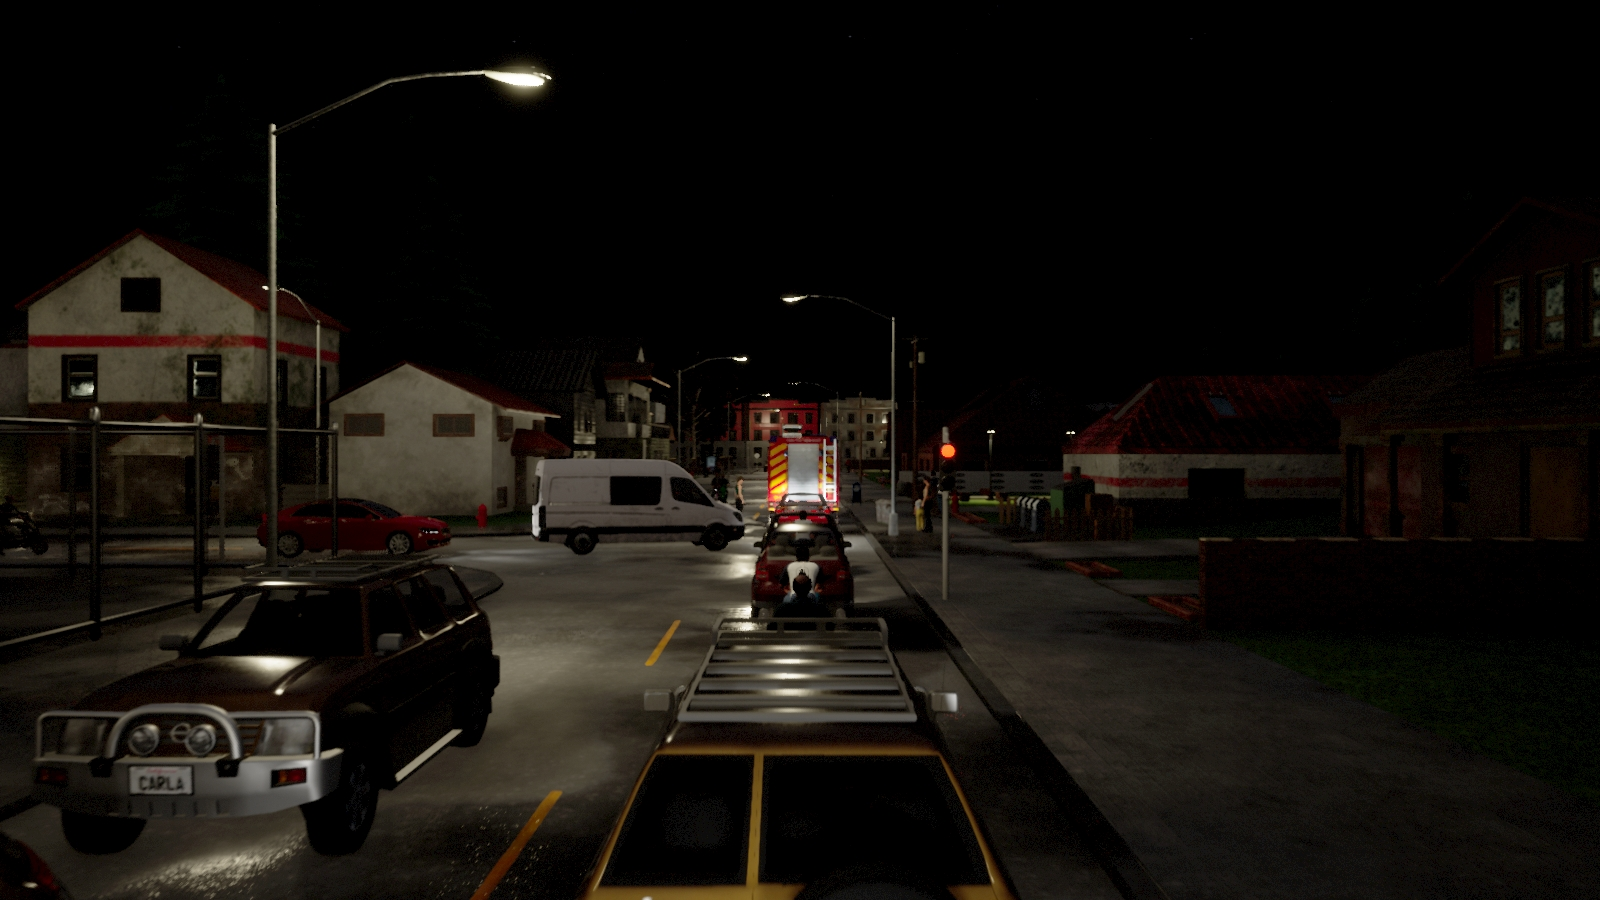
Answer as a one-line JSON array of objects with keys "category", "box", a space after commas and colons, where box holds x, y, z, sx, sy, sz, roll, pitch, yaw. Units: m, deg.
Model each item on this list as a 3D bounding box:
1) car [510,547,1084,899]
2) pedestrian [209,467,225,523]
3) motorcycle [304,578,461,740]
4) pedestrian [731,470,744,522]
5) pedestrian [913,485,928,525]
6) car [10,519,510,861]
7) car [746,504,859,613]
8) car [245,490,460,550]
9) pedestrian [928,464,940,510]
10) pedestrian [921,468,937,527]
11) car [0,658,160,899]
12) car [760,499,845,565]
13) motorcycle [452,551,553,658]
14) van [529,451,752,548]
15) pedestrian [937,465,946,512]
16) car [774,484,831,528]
[{"category": "car", "box": [0.000, 1.644, 6.148, 1.932, 1.855, 4.605, 0, 0, 0]}, {"category": "pedestrian", "box": [-19.724, 1.524, 38.642, 0.375, 1.860, 0.375, 0, 0, -3]}, {"category": "motorcycle", "box": [-3.984, 1.962, 11.070, 0.856, 1.236, 1.805, 0, 0, 0]}, {"category": "pedestrian", "box": [-2.213, 1.628, 40.641, 0.375, 1.860, 0.375, 0, 0, -18]}, {"category": "pedestrian", "box": [3.944, 1.805, 37.487, 0.375, 1.300, 0.375, 0, 0, -14]}, {"category": "car", "box": [-3.974, 1.644, 9.466, 1.932, 1.855, 4.605, 0, 0, 1]}, {"category": "car", "box": [0.045, 1.806, 19.938, 1.789, 1.549, 3.705, 0, 0, 0]}, {"category": "car", "box": [-11.857, 1.841, 30.549, 4.892, 1.480, 2.231, 0, 0, 0]}, {"category": "pedestrian", "box": [5.533, 1.523, 47.129, 0.375, 1.860, 0.375, 0, 0, 41]}, {"category": "pedestrian", "box": [4.129, 1.526, 36.671, 0.375, 1.860, 0.375, 0, 0, 34]}, {"category": "car", "box": [-3.992, 1.772, 2.678, 2.152, 1.651, 5.027, 0, 0, 0]}, {"category": "car", "box": [0.067, 1.928, 27.777, 1.895, 1.301, 4.718, 0, 0, 0]}, {"category": "motorcycle", "box": [-3.880, 1.993, 15.082, 0.803, 1.145, 2.033, 0, 0, 0]}, {"category": "van", "box": [-4.473, 1.314, 32.043, 5.915, 2.561, 1.988, 0, 0, -18]}, {"category": "pedestrian", "box": [5.594, 1.524, 45.188, 0.375, 1.860, 0.375, 0, 0, 7]}, {"category": "car", "box": [0.104, 1.935, 40.352, 1.895, 1.301, 4.718, 0, 0, 0]}]
